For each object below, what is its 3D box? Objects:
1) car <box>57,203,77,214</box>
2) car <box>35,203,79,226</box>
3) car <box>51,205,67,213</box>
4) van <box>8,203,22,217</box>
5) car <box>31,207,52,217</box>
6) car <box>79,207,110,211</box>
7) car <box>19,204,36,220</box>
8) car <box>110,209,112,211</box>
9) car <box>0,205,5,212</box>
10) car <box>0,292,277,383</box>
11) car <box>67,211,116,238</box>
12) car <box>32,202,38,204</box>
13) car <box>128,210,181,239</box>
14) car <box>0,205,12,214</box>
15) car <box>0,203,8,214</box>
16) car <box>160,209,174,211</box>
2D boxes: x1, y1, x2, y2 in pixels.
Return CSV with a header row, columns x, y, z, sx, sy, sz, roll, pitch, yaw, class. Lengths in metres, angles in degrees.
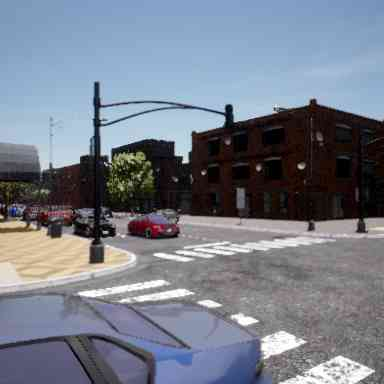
x,y,z,sx,sy,sz,roll,pitch,yaw,class
-22.193,2.853,58.875,2.192,1.841,5.009,-1,-1,-36,car
-12.610,2.181,30.844,2.192,1.841,5.009,-1,-1,-36,car
-25.501,3.193,63.515,1.752,1.417,4.829,-1,-1,-36,car
-25.806,2.727,49.511,1.690,1.788,3.998,-1,-1,-36,van
-22.281,2.908,49.217,1.994,1.385,4.181,0,-1,-35,car
-10.038,2.348,31.902,2.128,1.511,4.902,0,-1,-35,car
-18.962,2.558,39.903,1.967,1.590,4.097,-1,-1,-36,car
-12.109,2.695,44.769,2.008,1.369,4.403,-1,-1,-36,car
-41.872,3.558,72.030,1.887,1.381,4.507,-1,-1,-36,car
-1.809,1.570,2.242,5.357,1.411,2.033,1,-1,-34,car
-6.621,2.196,22.409,1.947,1.339,4.313,-1,-1,-36,car
-38.264,3.481,81.395,2.192,1.841,5.009,-1,-1,-36,car
-2.489,2.128,21.311,1.994,1.385,4.181,0,-1,-36,car
-35.346,3.284,62.884,1.752,1.417,4.829,-1,-1,-36,car
-32.234,2.952,58.520,2.192,1.841,5.009,-1,-1,-36,car
-2.798,2.335,31.924,2.008,1.369,4.403,-1,-1,-36,car
